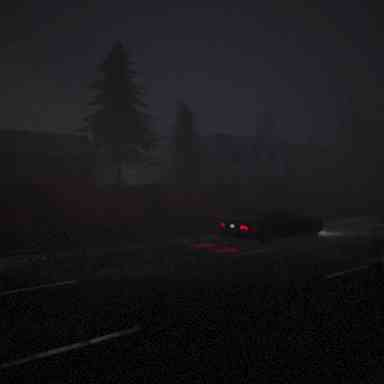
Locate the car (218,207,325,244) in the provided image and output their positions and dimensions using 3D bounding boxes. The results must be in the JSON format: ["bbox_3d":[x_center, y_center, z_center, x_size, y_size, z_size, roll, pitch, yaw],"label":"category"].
[{"bbox_3d":[3.678,1.404,14.946,5.357,1.411,2.033,-1,1,-35],"label":"car"}]
